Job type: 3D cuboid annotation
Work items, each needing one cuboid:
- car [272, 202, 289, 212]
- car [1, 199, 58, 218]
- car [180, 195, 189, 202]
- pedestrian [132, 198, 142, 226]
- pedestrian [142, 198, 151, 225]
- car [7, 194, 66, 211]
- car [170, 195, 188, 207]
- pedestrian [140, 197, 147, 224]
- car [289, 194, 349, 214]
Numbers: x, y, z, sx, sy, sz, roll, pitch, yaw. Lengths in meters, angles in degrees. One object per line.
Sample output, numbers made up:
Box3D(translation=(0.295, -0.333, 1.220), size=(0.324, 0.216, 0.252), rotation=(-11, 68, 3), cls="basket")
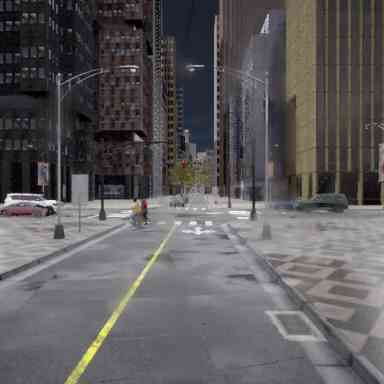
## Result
Box3D(translation=(11.803, 1.600, 38.805), size=(4.718, 1.301, 1.895), rotation=(0, 0, 1), cls="car")
Box3D(translation=(-14.499, 1.556, 29.425), size=(4.181, 1.385, 1.994), rotation=(0, 0, 1), cls="car")
Box3D(translation=(-1.673, 1.493, 76.048), size=(1.837, 1.490, 4.892), rotation=(0, 0, 1), cls="car")
Box3D(translation=(-3.683, 1.292, 21.919), size=(0.375, 1.860, 0.375), rotation=(0, 0, 1), cls="pedestrian")
Box3D(translation=(-3.129, 1.292, 22.486), size=(0.375, 1.860, 0.375), rotation=(0, 0, 1), cls="pedestrian")
Box3D(translation=(-15.409, 1.201, 32.693), size=(5.566, 2.045, 2.150), rotation=(1, 0, 1), cls="car")
Box3D(translation=(-2.183, 1.347, 50.569), size=(2.097, 1.767, 4.553), rotation=(0, 0, 1), cls="car")
Box3D(translation=(-3.371, 1.292, 23.142), size=(0.375, 1.860, 0.375), rotation=(0, 0, 1), cls="pedestrian")
Box3D(translation=(13.712, 1.222, 35.511), size=(5.566, 2.045, 2.150), rotation=(-1, 0, 1), cls="car")
